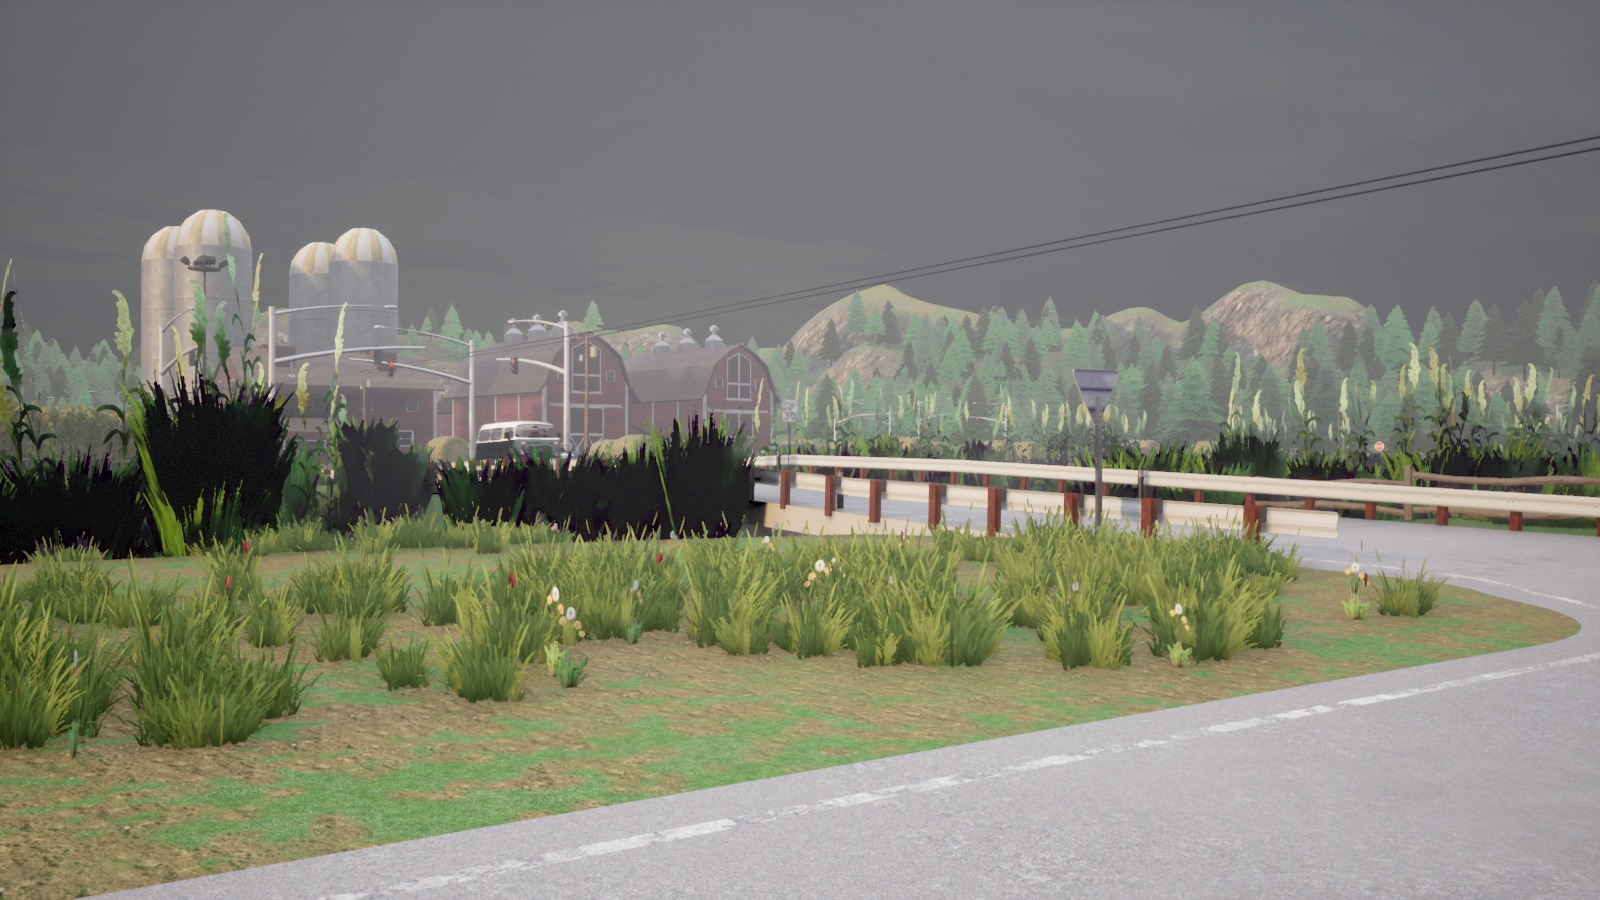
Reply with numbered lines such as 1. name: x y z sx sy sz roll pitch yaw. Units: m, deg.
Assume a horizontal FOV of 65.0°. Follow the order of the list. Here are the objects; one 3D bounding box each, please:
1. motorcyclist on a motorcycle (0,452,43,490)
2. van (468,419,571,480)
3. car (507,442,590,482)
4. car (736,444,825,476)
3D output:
1. motorcyclist on a motorcycle: -34.404 0.902 54.729 2.350 1.649 0.766 0 0 -41
2. van: -10.161 0.027 45.184 2.069 2.038 4.480 0 -2 -35
3. car: -10.347 0.504 51.584 1.970 1.475 3.806 0 -3 -35
4. car: -1.210 0.623 80.770 5.566 2.045 2.150 0 0 -38
